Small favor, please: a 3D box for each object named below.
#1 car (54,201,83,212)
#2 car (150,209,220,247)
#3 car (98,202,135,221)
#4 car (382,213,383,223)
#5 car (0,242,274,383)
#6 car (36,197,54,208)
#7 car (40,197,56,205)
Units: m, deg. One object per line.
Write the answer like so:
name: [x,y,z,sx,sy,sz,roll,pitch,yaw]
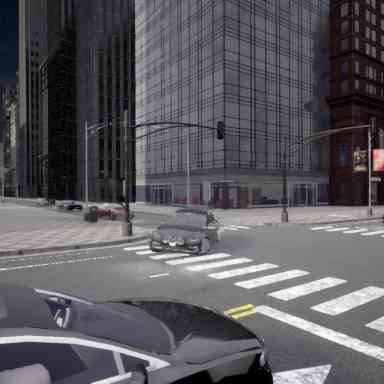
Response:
car: [-14.452,1.687,39.441,1.895,1.301,4.718,0,0,-35]
car: [-0.026,1.506,13.429,1.837,1.490,4.892,4,1,14]
car: [-6.569,1.581,28.320,1.812,1.442,4.674,0,0,-36]
car: [14.785,1.357,22.382,4.553,1.767,2.097,0,0,-36]
car: [-1.464,1.491,2.395,4.902,1.511,2.128,0,0,-36]
car: [-22.726,1.630,51.222,1.837,1.490,4.892,0,0,-35]
car: [-27.595,1.647,63.501,1.837,1.490,4.892,0,-1,-35]
